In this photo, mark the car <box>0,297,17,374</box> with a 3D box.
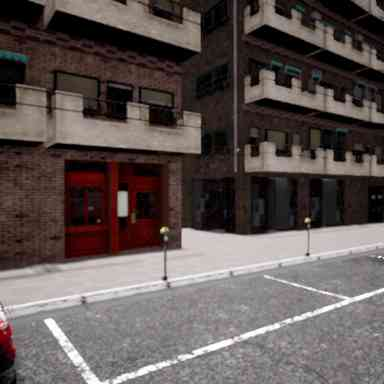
[{"bbox_3d":[-4.090,1.429,3.200,4.097,1.590,1.967,0,-1,-35],"label":"car"}]
